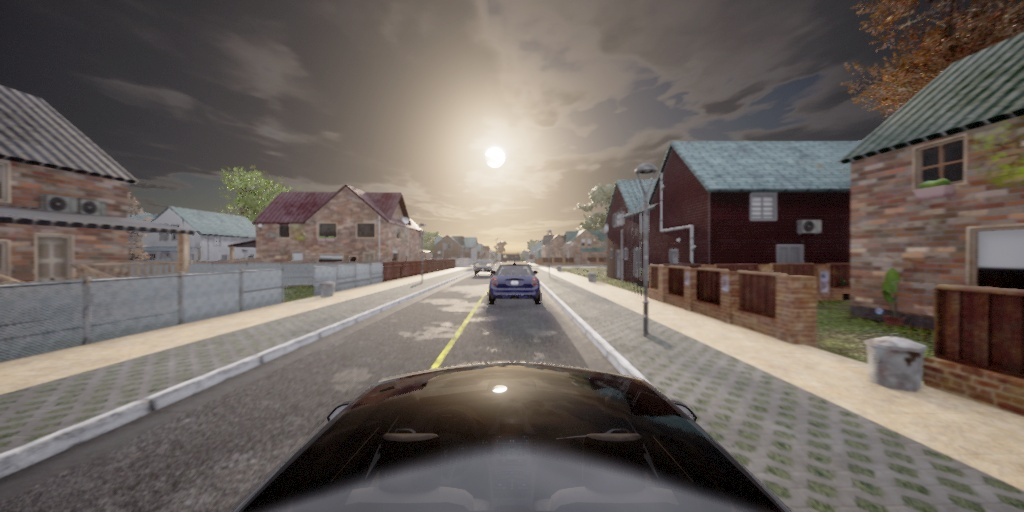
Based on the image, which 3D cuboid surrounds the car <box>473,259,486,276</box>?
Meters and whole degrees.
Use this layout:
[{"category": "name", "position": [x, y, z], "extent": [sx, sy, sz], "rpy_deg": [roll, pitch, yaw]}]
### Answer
[{"category": "car", "position": [-2.737, 1.057, 35.968], "extent": [1.837, 1.490, 4.892], "rpy_deg": [0, 0, 0]}]

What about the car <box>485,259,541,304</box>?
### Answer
[{"category": "car", "position": [0.106, 1.057, 16.111], "extent": [2.097, 1.767, 4.553], "rpy_deg": [0, 0, 0]}]
